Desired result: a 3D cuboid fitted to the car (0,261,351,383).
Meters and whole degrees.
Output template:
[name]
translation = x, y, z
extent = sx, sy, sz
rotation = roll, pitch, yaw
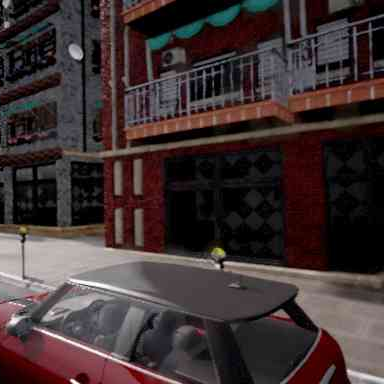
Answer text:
[car]
translation = -0.684, 1.454, 3.382
extent = 4.097, 1.590, 1.967
rotation = 0, -1, 36
